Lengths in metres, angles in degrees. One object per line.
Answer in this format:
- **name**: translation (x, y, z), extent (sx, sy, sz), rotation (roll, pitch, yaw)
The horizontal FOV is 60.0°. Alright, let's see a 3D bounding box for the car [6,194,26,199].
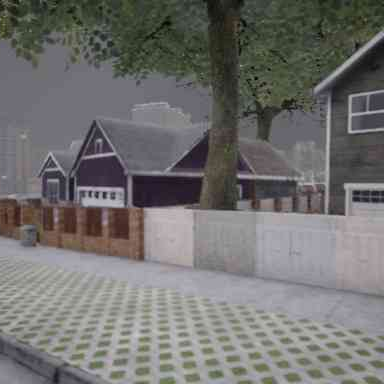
- **car**: translation (-28.237, 1.041, 54.436), extent (1.882, 1.535, 5.008), rotation (1, 2, 4)
